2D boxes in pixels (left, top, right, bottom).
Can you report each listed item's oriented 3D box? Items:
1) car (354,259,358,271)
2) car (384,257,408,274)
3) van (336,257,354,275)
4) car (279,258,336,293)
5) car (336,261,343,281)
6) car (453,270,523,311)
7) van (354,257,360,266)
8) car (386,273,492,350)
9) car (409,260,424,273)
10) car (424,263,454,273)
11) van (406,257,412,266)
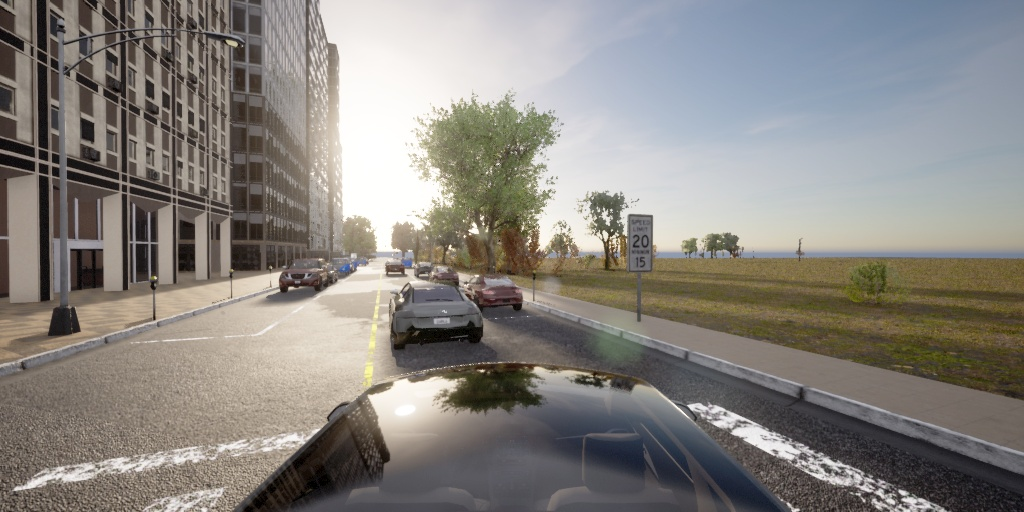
[{"bbox_3d":[-19.586,1.317,42.272,1.802,1.307,4.207,0,0,-20],"label":"car"},{"bbox_3d":[-12.788,1.209,39.230,1.882,1.535,5.008,0,0,-19],"label":"car"},{"bbox_3d":[-17.715,1.078,37.050,1.690,1.789,3.998,0,0,-20],"label":"van"},{"bbox_3d":[-12.192,1.060,21.351,2.192,1.841,5.009,0,0,-20],"label":"car"},{"bbox_3d":[-14.019,1.308,26.589,1.948,1.339,4.313,0,0,-20],"label":"car"},{"bbox_3d":[-0.877,1.323,13.799,1.802,1.307,4.207,0,0,-20],"label":"car"},{"bbox_3d":[-21.457,1.074,47.495,1.690,1.789,3.998,0,0,-20],"label":"van"},{"bbox_3d":[-2.124,1.310,9.287,1.994,1.385,4.181,0,0,-20],"label":"car"},{"bbox_3d":[-8.474,1.281,34.623,2.007,1.370,4.403,0,0,-20],"label":"car"},{"bbox_3d":[-4.650,1.317,24.222,1.802,1.307,4.207,0,0,-20],"label":"car"},{"bbox_3d":[-17.819,1.060,60.705,1.690,1.789,3.998,0,0,-20],"label":"van"}]
